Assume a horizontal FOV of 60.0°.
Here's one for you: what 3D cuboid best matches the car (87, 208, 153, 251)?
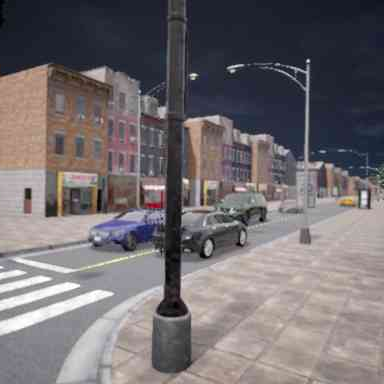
[{"bbox_3d":[-2.118,1.402,13.720,1.812,1.442,4.674,1,1,31],"label":"car"}]

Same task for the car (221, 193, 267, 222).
[{"bbox_3d":[3.417,1.094,22.784,2.150,2.045,5.566,1,1,32],"label":"car"}]

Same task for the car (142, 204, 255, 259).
[{"bbox_3d":[0.494,1.427,12.523,1.837,1.490,4.892,1,1,31],"label":"car"}]

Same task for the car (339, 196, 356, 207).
[{"bbox_3d":[23.477,1.405,50.079,1.882,1.535,5.008,1,1,31],"label":"car"}]

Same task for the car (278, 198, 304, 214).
[{"bbox_3d":[10.293,1.396,34.062,1.812,1.442,4.674,1,1,32],"label":"car"}]
